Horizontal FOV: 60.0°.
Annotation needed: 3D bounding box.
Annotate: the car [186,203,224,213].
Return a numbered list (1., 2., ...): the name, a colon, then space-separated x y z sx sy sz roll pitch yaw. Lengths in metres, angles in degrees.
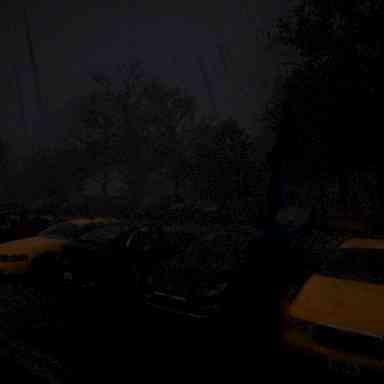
1. car: 1.964 1.577 22.886 2.002 1.452 4.674 0 0 36

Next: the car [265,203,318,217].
1. car: 6.368 1.559 19.736 2.002 1.452 4.674 0 0 36

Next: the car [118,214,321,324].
1. car: 1.021 1.513 7.480 2.231 1.521 4.892 0 0 36

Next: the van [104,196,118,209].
1. van: -4.825 1.338 27.898 1.878 1.987 4.442 0 0 36

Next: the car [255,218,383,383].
1. car: 3.165 1.500 5.707 1.946 1.575 5.366 0 0 36

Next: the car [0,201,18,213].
1. car: -25.141 1.940 42.308 2.097 1.535 5.008 -1 -1 36

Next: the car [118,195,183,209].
1. car: -2.657 1.304 26.166 2.435 2.045 5.566 0 0 36

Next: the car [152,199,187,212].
1. car: -0.290 1.545 24.497 2.097 1.535 5.008 0 0 36

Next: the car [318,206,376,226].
1. car: 8.716 1.510 18.043 2.097 1.535 5.008 0 0 36

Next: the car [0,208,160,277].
1. car: -3.604 1.527 10.559 1.946 1.575 5.366 0 0 36

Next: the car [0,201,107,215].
1. car: -5.771 1.413 12.302 2.185 1.767 4.553 0 0 36

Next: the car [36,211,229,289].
1. car: -1.243 1.522 9.087 2.231 1.521 4.892 0 0 36

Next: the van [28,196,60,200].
1. van: -13.852 1.444 34.080 1.878 1.987 4.442 -1 -1 36

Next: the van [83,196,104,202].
1. van: -6.975 1.346 29.438 1.878 1.987 4.442 0 0 36

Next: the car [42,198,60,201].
1. car: -11.526 1.617 32.563 2.097 1.535 5.008 -1 -1 36

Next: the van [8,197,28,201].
1. van: -18.217 1.551 37.497 1.878 1.987 4.442 -1 -1 36

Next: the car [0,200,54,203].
1. car: -8.028 1.422 13.919 2.185 1.767 4.553 0 0 36

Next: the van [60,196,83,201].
1. van: -9.470 1.356 30.940 1.878 1.987 4.442 -1 0 36

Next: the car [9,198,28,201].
1. car: -16.137 1.721 35.635 1.946 1.575 5.366 -1 -1 36

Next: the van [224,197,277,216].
1. van: 4.182 1.302 21.443 1.878 1.987 4.442 0 0 36
